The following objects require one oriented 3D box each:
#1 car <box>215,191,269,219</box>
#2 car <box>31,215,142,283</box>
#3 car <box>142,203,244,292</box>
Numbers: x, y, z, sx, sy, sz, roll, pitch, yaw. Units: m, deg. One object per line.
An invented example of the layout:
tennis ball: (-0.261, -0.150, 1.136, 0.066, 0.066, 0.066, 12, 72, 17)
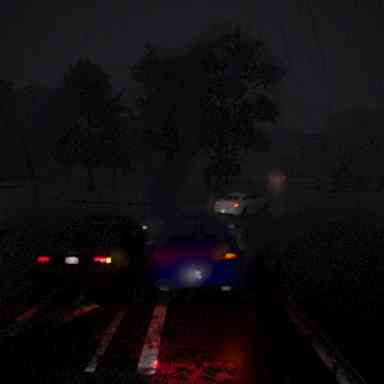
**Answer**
car: (3.103, 0.690, 20.575, 1.812, 1.442, 4.674, 4, 6, 36)
car: (-2.415, 1.349, 9.297, 2.033, 1.411, 5.357, 0, 2, 1)
car: (0.106, 1.304, 8.621, 1.882, 1.535, 5.008, 0, 2, 1)
